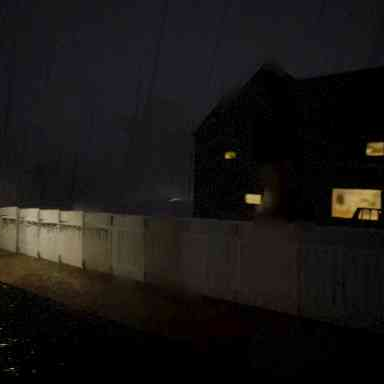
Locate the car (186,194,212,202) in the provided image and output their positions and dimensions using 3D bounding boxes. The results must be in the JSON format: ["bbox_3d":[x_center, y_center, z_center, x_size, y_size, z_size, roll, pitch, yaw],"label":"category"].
[{"bbox_3d":[1.283,1.016,59.428,1.895,1.301,4.718,3,3,43],"label":"car"}]

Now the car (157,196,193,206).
[{"bbox_3d":[-2.202,1.409,41.546,2.128,1.511,4.902,3,3,43],"label":"car"}]
